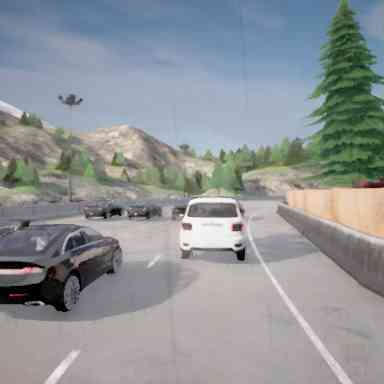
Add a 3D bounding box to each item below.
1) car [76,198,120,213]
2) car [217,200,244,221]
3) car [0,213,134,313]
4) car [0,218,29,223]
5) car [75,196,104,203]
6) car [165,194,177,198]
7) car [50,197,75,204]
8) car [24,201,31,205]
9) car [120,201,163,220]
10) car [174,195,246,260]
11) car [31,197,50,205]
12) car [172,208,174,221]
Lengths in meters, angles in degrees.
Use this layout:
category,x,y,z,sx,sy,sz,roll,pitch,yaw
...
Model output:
category,x,y,z,sx,sy,sz,roll,pitch,yaw
car,-7.371,1.505,28.356,2.128,1.511,4.902,0,0,11
car,3.462,1.523,28.928,1.882,1.535,5.008,0,0,12
car,-3.056,1.494,7.702,2.128,1.511,4.902,0,0,4
car,-6.213,1.598,12.198,1.895,1.301,4.718,0,0,5
car,-13.773,1.368,46.564,2.097,1.767,4.553,0,0,17
car,-4.296,1.520,85.491,1.812,1.442,4.674,0,0,30
car,-17.270,1.485,47.133,1.882,1.535,5.008,0,0,17
car,-23.279,1.542,51.451,2.033,1.411,5.357,0,0,18
car,-3.864,1.514,28.035,2.128,1.511,4.902,0,0,11
car,0.869,1.240,12.817,2.150,2.045,5.566,0,0,6
car,-20.497,1.490,48.538,2.128,1.511,4.902,0,0,17
car,-0.357,1.538,27.733,1.837,1.490,4.892,0,0,11
